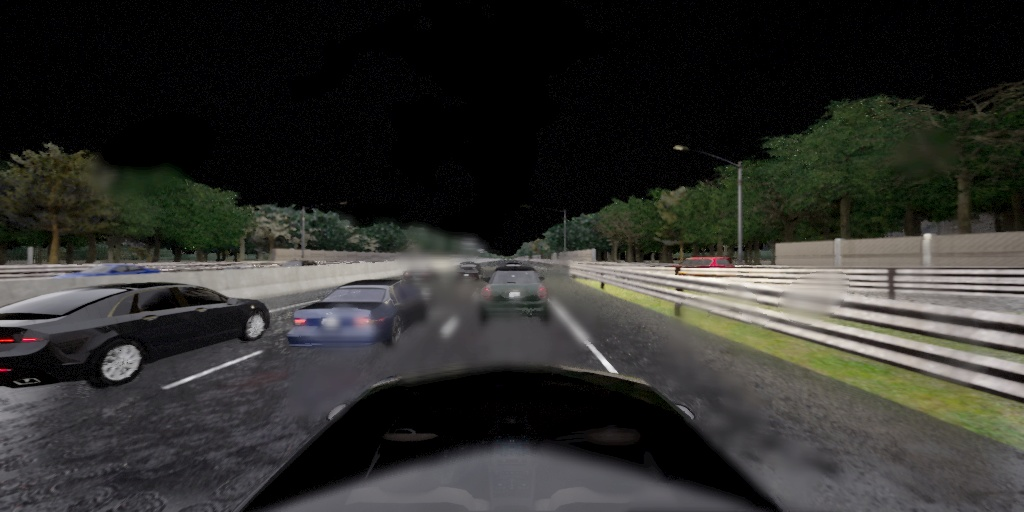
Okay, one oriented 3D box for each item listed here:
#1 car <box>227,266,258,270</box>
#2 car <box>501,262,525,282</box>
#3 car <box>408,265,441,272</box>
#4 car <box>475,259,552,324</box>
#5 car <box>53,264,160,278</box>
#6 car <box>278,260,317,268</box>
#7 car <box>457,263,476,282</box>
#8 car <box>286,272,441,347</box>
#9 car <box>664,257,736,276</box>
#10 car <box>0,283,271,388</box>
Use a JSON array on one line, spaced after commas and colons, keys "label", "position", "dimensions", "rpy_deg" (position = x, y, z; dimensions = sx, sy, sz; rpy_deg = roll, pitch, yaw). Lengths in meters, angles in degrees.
[{"label": "car", "position": [-21.049, 1.390, 27.408], "dimensions": [1.895, 1.301, 4.718], "rpy_deg": [0, 0, 0]}, {"label": "car", "position": [0.098, 1.301, 30.120], "dimensions": [1.837, 1.490, 4.892], "rpy_deg": [0, 0, 0]}, {"label": "car", "position": [-6.902, 1.392, 28.294], "dimensions": [1.895, 1.301, 4.718], "rpy_deg": [0, 0, 0]}, {"label": "car", "position": [0.100, 1.110, 12.193], "dimensions": [2.097, 1.767, 4.553], "rpy_deg": [0, 0, 0]}, {"label": "car", "position": [-24.580, 1.253, 22.000], "dimensions": [1.882, 1.535, 5.008], "rpy_deg": [0, 0, 0]}, {"label": "car", "position": [-17.537, 1.145, 29.094], "dimensions": [2.097, 1.767, 4.553], "rpy_deg": [0, 0, 1]}, {"label": "car", "position": [-3.402, 1.301, 30.012], "dimensions": [1.837, 1.490, 4.892], "rpy_deg": [0, 0, 0]}, {"label": "car", "position": [-3.400, 1.302, 9.242], "dimensions": [2.033, 1.411, 5.357], "rpy_deg": [0, 0, 0]}, {"label": "car", "position": [14.684, 1.134, 28.350], "dimensions": [2.150, 2.045, 5.566], "rpy_deg": [1, -1, -22]}, {"label": "car", "position": [-6.900, 1.258, 6.907], "dimensions": [1.837, 1.490, 4.892], "rpy_deg": [0, 0, 0]}]
